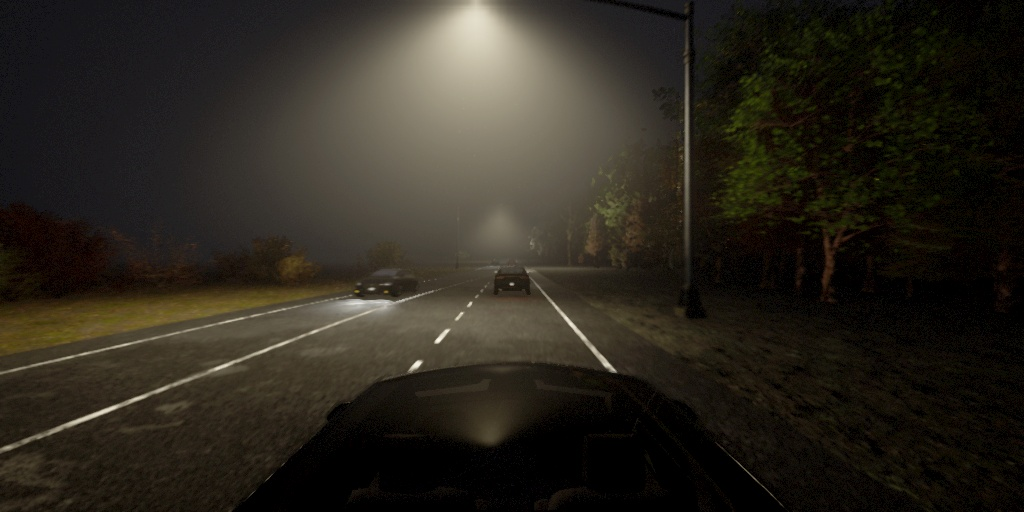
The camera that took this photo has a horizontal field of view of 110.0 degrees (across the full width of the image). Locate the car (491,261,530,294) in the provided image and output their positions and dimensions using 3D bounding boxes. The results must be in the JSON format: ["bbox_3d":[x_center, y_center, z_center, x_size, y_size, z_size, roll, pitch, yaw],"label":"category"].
[{"bbox_3d":[-0.005,1.258,20.518,1.882,1.535,5.008,0,0,0],"label":"car"}]

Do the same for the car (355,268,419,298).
[{"bbox_3d":[-6.372,1.342,18.640,1.994,1.385,4.181,0,0,5],"label":"car"}]
